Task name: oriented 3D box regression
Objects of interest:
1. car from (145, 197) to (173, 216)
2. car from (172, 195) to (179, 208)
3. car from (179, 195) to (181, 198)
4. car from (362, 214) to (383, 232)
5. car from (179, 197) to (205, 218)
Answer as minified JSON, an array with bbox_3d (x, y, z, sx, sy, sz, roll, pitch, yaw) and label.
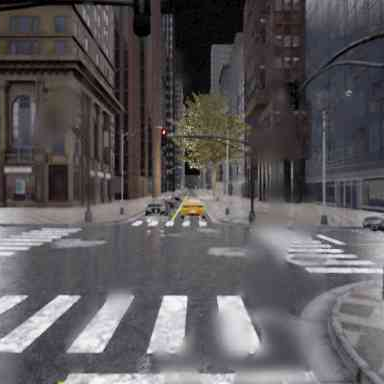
[{"bbox_3d":[-3.109,1.447,30.598,1.994,1.385,4.181,0,0,0],"label":"car"},{"bbox_3d":[-3.113,1.383,43.131,1.895,1.301,4.718,0,0,0],"label":"car"},{"bbox_3d":[-3.039,1.180,63.445,1.895,1.301,4.718,0,1,0],"label":"car"},{"bbox_3d":[11.922,1.605,18.642,4.403,1.369,2.008,0,0,0],"label":"car"},{"bbox_3d":[0.089,1.371,29.167,1.882,1.535,5.008,0,0,0],"label":"car"}]
